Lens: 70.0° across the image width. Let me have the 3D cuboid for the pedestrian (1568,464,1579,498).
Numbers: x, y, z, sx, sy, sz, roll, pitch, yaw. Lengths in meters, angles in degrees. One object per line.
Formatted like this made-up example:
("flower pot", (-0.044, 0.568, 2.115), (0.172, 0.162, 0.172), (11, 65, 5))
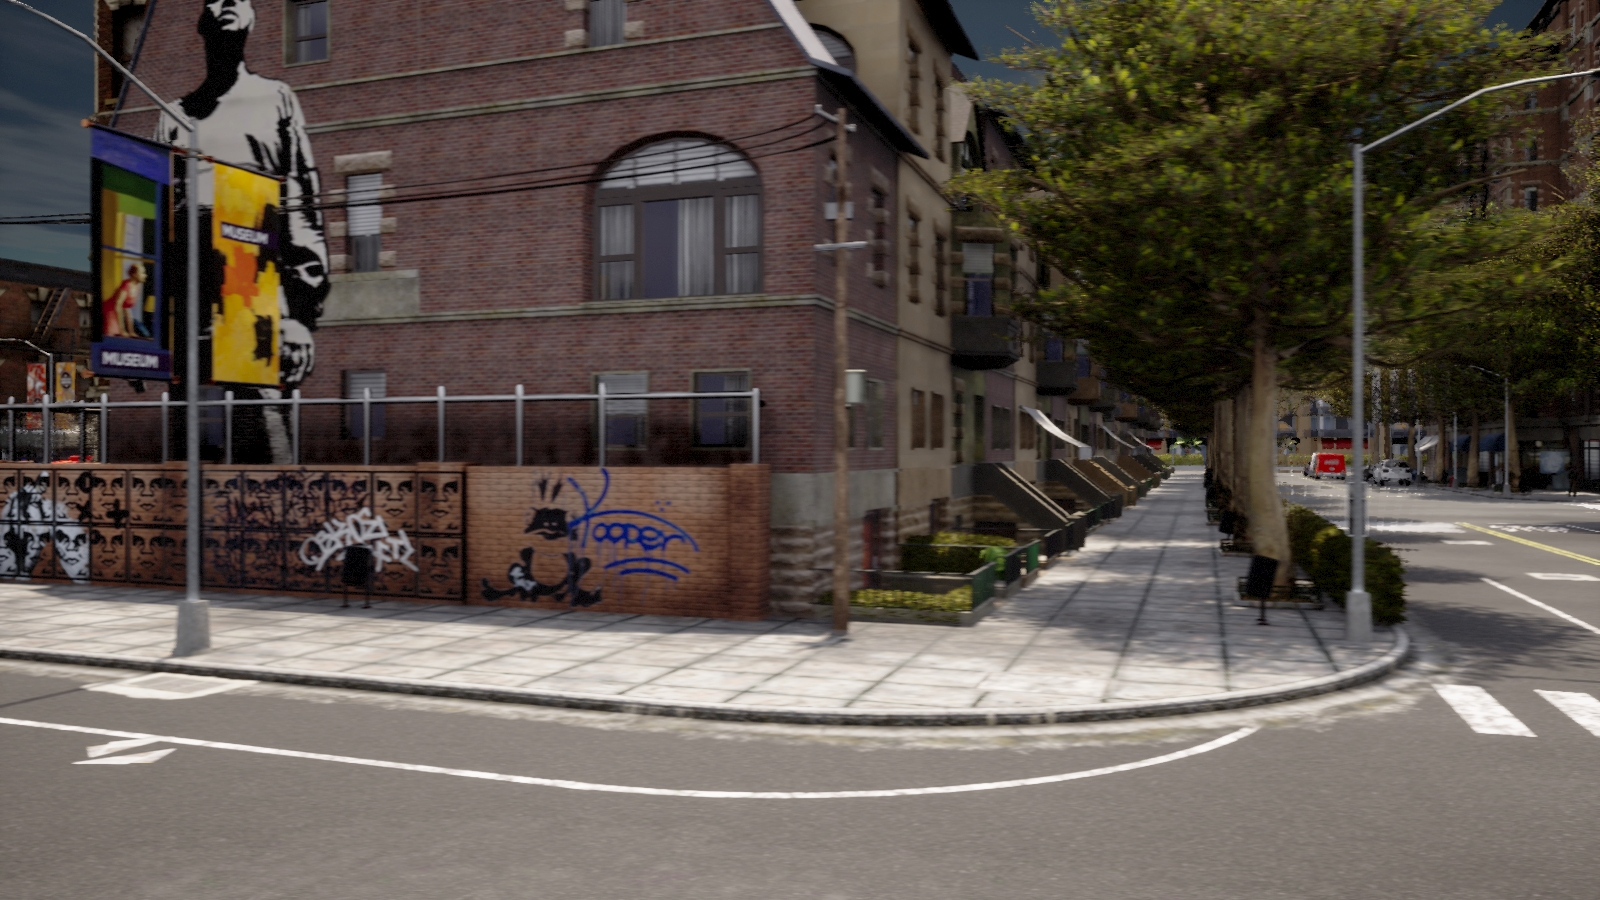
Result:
("pedestrian", (42.871, 1.697, 63.322), (0.375, 1.860, 0.375), (0, 0, 17))
